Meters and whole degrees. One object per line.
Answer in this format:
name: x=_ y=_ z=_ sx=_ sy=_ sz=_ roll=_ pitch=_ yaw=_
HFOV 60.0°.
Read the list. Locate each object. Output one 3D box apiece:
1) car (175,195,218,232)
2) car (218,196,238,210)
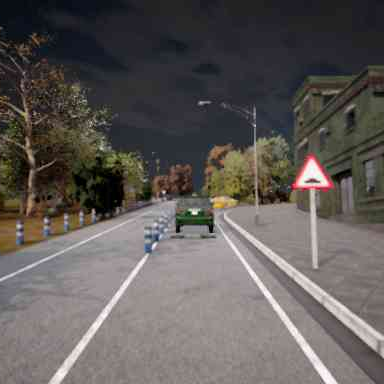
car: x=0.179 y=1.188 z=20.093 sx=2.150 sy=2.045 sz=5.566 roll=0 pitch=0 yaw=1
car: x=3.621 y=1.244 z=38.401 sx=1.882 sy=1.535 sz=5.008 roll=-4 pitch=-1 yaw=31
